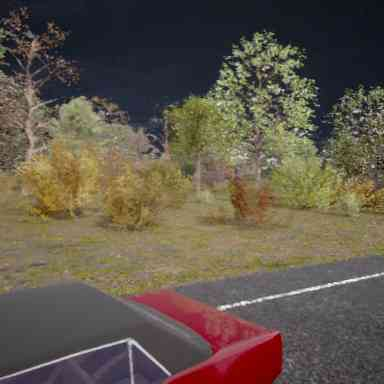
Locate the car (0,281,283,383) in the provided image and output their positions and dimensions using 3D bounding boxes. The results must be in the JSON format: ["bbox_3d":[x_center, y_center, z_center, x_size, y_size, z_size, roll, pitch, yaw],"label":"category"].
[{"bbox_3d":[-1.428,1.522,2.314,4.718,1.301,1.895,0,2,-42],"label":"car"}]
